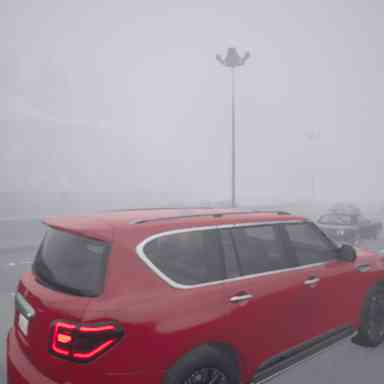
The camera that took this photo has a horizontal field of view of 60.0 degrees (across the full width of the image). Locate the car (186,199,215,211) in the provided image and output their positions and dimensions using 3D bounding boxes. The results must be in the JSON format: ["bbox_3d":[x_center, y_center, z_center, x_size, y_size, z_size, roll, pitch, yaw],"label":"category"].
[{"bbox_3d":[1.190,1.613,42.569,1.812,1.442,4.674,0,0,28],"label":"car"}]

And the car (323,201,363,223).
[{"bbox_3d":[12.428,1.556,27.130,2.033,1.411,5.357,0,0,34],"label":"car"}]

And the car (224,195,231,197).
[{"bbox_3d":[8.661,1.523,81.362,1.837,1.490,4.892,0,0,12],"label":"car"}]

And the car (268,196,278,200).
[{"bbox_3d":[17.106,1.599,70.274,2.128,1.511,4.902,0,0,12],"label":"car"}]

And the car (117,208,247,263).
[{"bbox_3d":[-0.196,1.508,13.002,5.008,1.535,1.882,0,0,-41],"label":"car"}]

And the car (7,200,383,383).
[{"bbox_3d":[0.648,1.230,4.552,5.566,2.045,2.150,0,0,-38],"label":"car"}]

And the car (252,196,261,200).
[{"bbox_3d":[14.767,1.639,76.290,1.994,1.385,4.181,0,0,12],"label":"car"}]

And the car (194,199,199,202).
[{"bbox_3d":[1.941,1.673,36.955,1.895,1.301,4.718,0,0,32],"label":"car"}]

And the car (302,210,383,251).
[{"bbox_3d":[6.946,1.606,14.977,1.895,1.301,4.718,0,0,45],"label":"car"}]

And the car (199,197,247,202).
[{"bbox_3d":[3.122,1.550,32.576,2.128,1.511,4.902,0,0,35],"label":"car"}]

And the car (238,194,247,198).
[{"bbox_3d":[12.812,1.397,84.182,1.837,1.490,4.892,0,0,12],"label":"car"}]

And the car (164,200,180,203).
[{"bbox_3d":[-2.770,1.704,42.565,1.895,1.301,4.718,0,0,30],"label":"car"}]
